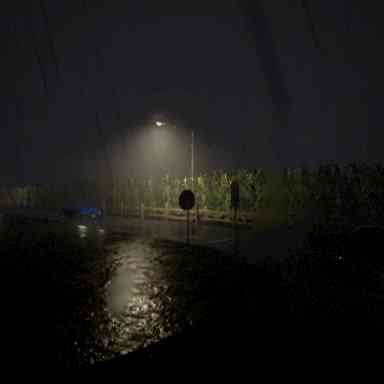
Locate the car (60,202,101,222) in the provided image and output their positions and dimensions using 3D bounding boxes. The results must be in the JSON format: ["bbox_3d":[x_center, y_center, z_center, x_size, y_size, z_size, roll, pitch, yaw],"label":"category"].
[{"bbox_3d":[-9.421,1.630,28.071,1.882,1.535,5.008,1,-1,-42],"label":"car"}]

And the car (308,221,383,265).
[{"bbox_3d":[6.081,1.584,9.964,1.895,1.301,4.718,0,0,-39],"label":"car"}]
